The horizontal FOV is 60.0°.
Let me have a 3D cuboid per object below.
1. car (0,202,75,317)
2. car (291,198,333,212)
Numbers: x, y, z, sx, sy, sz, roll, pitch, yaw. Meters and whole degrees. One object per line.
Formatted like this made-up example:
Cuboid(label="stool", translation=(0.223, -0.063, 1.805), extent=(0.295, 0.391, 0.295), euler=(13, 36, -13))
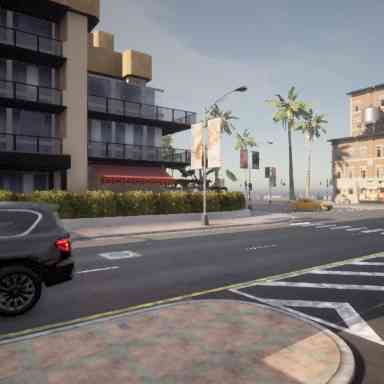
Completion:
Cuboid(label="car", translation=(-5.020, 1.222, 5.938), extent=(5.566, 2.045, 2.150), euler=(0, 0, -35))
Cuboid(label="car", translation=(13.848, 1.477, 38.673), extent=(1.882, 1.535, 5.008), euler=(0, 0, -34))
